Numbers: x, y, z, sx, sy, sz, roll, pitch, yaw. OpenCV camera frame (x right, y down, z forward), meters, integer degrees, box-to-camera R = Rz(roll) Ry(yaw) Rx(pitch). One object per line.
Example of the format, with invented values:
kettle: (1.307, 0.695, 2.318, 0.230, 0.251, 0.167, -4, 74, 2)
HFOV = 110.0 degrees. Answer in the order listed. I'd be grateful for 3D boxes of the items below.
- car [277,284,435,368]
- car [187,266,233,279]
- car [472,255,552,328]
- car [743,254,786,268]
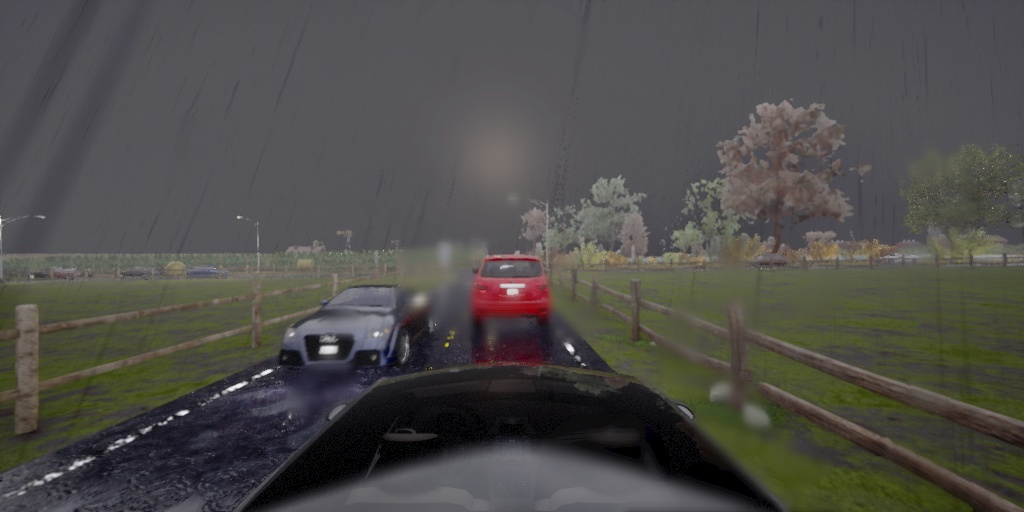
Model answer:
car: (-2.964, 1.317, 7.735, 1.994, 1.385, 4.181, 0, 0, -1)
car: (-35.834, 1.937, 42.550, 4.674, 1.442, 1.812, -1, 0, 0)
car: (-0.072, 0.982, 11.648, 2.150, 2.045, 5.566, 0, 0, -2)
car: (31.802, 0.587, 45.296, 4.553, 1.767, 2.097, -1, 0, 0)
